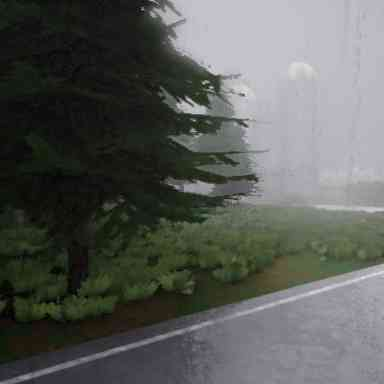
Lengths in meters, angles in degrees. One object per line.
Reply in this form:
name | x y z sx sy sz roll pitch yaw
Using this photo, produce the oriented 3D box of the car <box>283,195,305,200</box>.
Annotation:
car | 16.226 1.262 53.039 3.988 1.617 1.851 0 0 -36
